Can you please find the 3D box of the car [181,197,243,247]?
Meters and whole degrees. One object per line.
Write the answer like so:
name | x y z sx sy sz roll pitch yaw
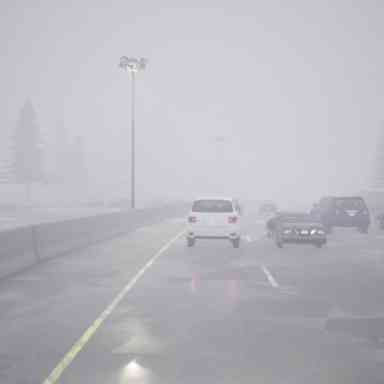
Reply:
car | 1.049 1.226 15.325 2.150 2.045 5.566 0 0 6

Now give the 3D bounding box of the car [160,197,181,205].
car | -2.491 1.550 49.815 2.033 1.411 5.357 0 0 18

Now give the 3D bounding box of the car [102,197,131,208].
car | -10.375 1.462 47.908 1.882 1.535 5.008 0 0 17

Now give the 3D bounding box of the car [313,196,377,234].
car | 8.651 1.245 19.858 2.150 2.045 5.566 0 0 8

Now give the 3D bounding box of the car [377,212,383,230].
car | 12.009 1.509 18.457 1.882 1.535 5.008 0 0 7

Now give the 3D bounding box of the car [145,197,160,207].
car | -5.556 1.488 51.551 2.128 1.511 4.902 0 0 19

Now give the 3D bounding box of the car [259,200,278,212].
car | 8.258 1.551 35.812 1.812 1.442 4.674 0 0 14

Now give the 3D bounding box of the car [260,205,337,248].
car | 4.499 1.561 15.009 2.033 1.411 5.357 0 0 6

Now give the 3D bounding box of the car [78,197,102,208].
car | -14.178 1.500 47.311 1.812 1.442 4.674 0 0 16
